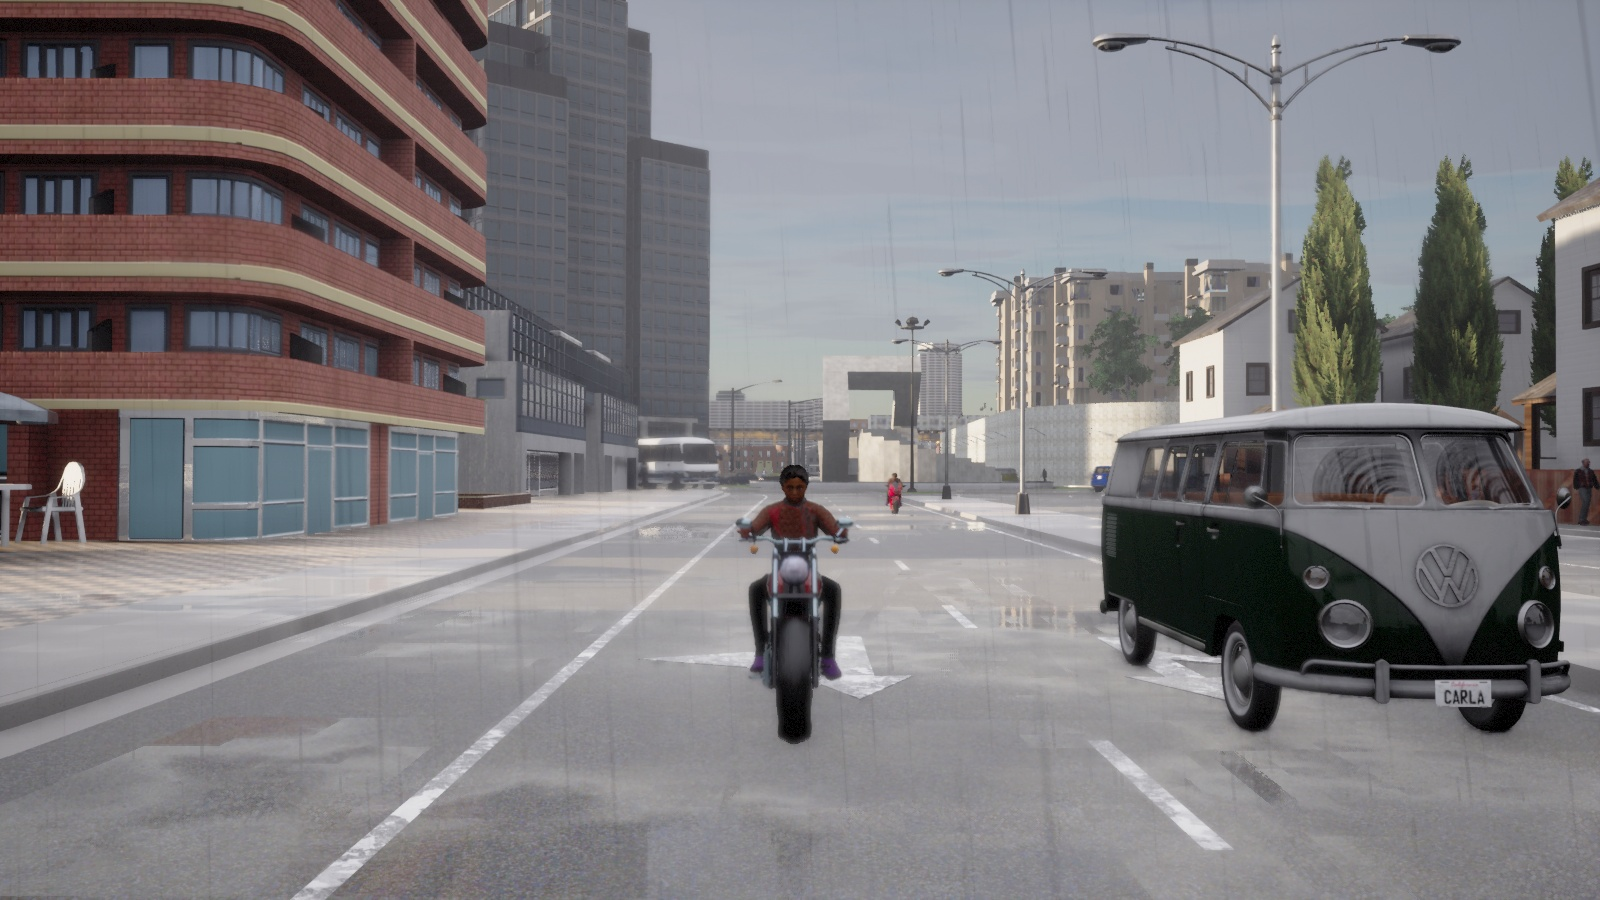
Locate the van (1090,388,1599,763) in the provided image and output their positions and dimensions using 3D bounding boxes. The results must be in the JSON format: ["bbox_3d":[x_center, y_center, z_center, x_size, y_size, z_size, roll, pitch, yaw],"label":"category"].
[{"bbox_3d":[3.474,0.701,8.916,1.775,1.987,4.442,0,-1,0],"label":"van"}]

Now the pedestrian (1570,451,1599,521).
[{"bbox_3d":[21.077,0.950,33.689,0.376,1.854,0.720,0,-1,0],"label":"pedestrian"}]

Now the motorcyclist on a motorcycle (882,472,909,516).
[{"bbox_3d":[3.379,1.531,44.633,0.797,1.523,2.044,0,-1,0],"label":"motorcyclist on a motorcycle"}]

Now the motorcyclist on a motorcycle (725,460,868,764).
[{"bbox_3d":[-0.023,0.899,8.039,0.766,1.649,2.350,0,-1,0],"label":"motorcyclist on a motorcycle"}]
